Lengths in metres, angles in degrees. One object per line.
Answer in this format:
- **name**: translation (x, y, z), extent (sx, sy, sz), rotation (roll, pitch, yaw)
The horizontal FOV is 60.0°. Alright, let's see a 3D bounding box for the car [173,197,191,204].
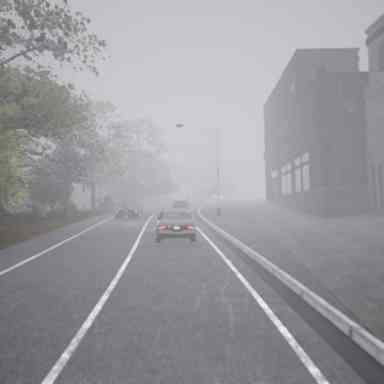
- **car**: translation (-1.209, 1.354, 40.852), extent (1.812, 1.442, 4.674), rotation (-1, 0, 6)

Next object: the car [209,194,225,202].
- **car**: translation (5.219, 1.209, 68.323), extent (1.812, 1.442, 4.674), rotation (-3, -1, 30)

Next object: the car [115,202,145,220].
- **car**: translation (-5.051, 1.531, 27.343), extent (1.895, 1.301, 4.718), rotation (0, 0, -2)

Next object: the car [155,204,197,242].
- **car**: translation (-0.835, 1.534, 16.357), extent (2.033, 1.411, 5.357), rotation (0, 0, -5)
